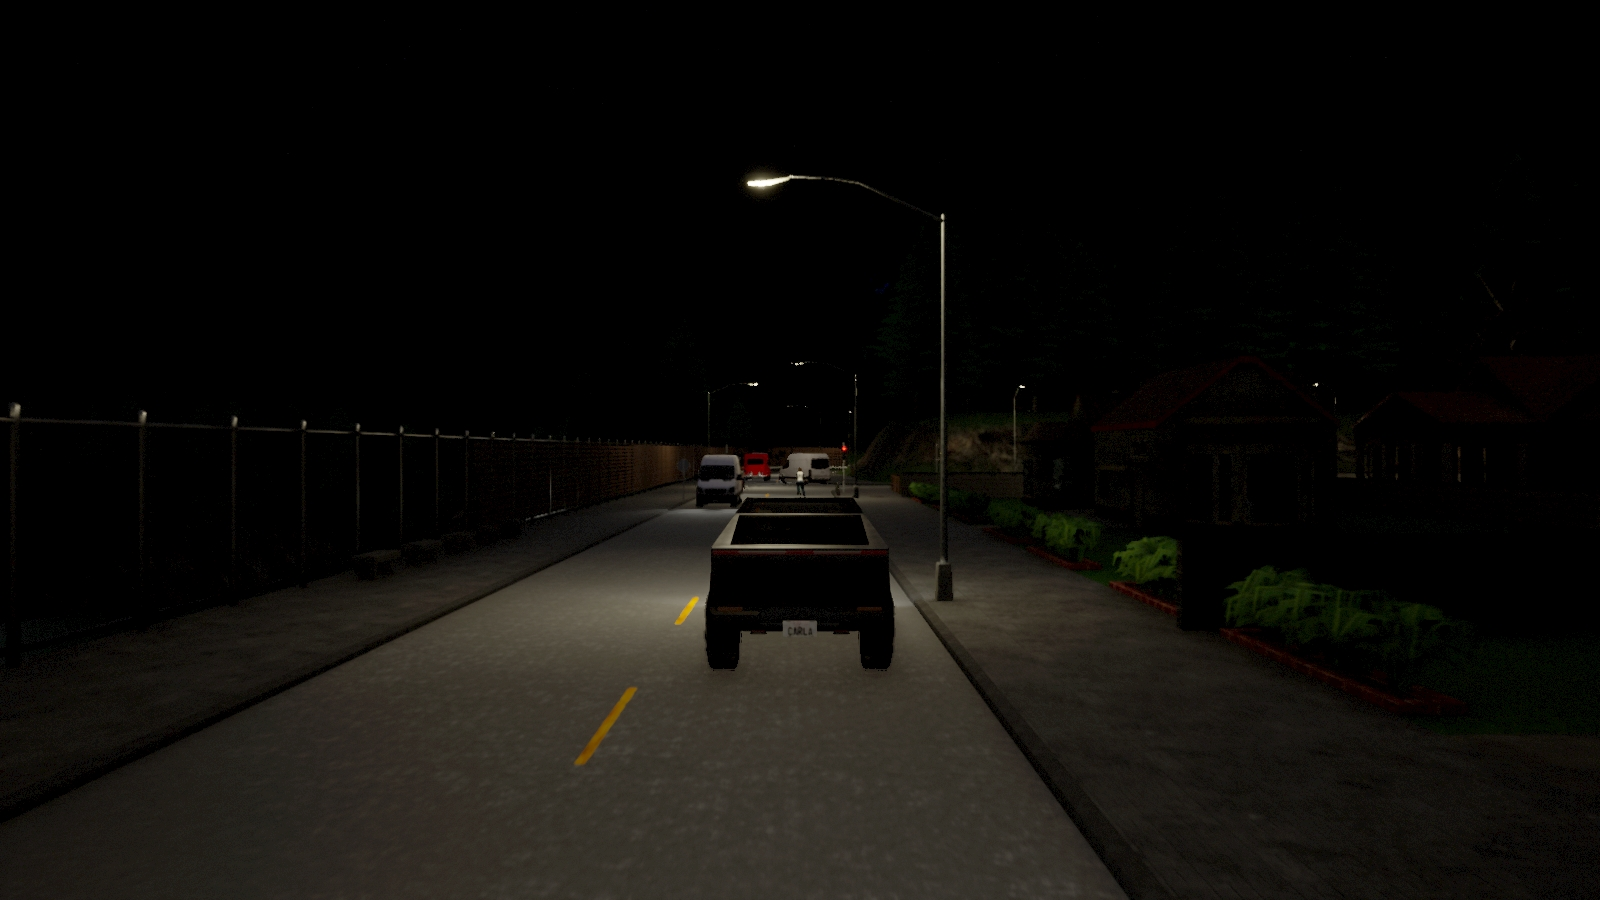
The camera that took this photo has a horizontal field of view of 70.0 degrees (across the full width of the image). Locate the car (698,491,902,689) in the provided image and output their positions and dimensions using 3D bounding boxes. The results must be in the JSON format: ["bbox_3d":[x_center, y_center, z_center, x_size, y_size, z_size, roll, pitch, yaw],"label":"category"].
[{"bbox_3d":[-0.001,1.753,16.535,2.390,2.098,6.274,0,0,0],"label":"car"}]
